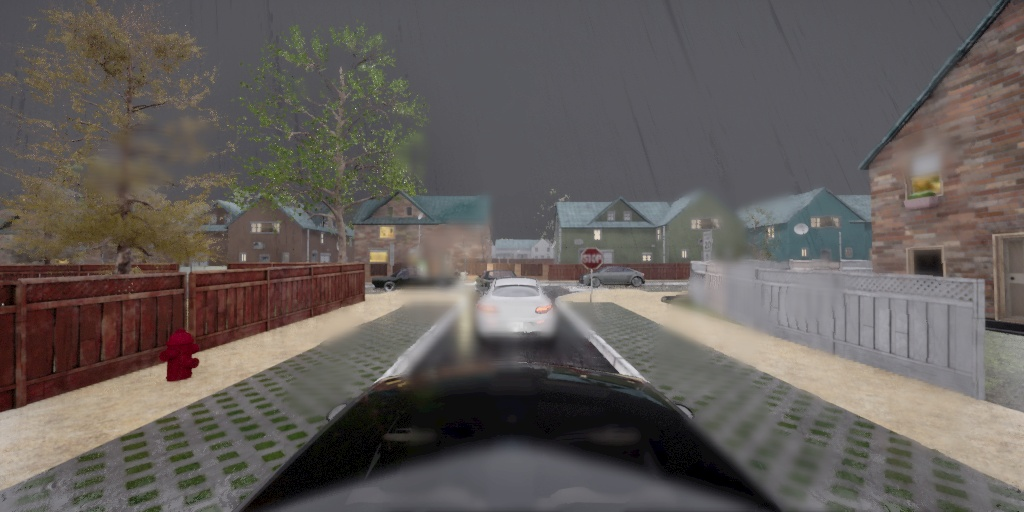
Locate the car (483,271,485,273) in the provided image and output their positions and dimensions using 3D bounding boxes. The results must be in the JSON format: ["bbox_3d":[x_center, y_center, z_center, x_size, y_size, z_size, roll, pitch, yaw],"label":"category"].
[{"bbox_3d":[-0.756,1.366,18.512,1.895,1.301,4.718,0,-1,-12],"label":"car"}]

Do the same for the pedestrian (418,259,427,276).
[{"bbox_3d":[-6.701,1.117,26.783,0.375,1.860,0.375,0,-1,1],"label":"pedestrian"}]

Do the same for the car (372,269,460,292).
[{"bbox_3d":[-5.482,1.416,20.897,4.718,1.301,1.895,-1,-1,1],"label":"car"}]

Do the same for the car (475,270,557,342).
[{"bbox_3d":[0.103,1.279,9.694,1.812,1.442,4.674,0,0,0],"label":"car"}]

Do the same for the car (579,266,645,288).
[{"bbox_3d":[6.539,1.343,23.688,4.181,1.385,1.994,0,-1,1],"label":"car"}]
